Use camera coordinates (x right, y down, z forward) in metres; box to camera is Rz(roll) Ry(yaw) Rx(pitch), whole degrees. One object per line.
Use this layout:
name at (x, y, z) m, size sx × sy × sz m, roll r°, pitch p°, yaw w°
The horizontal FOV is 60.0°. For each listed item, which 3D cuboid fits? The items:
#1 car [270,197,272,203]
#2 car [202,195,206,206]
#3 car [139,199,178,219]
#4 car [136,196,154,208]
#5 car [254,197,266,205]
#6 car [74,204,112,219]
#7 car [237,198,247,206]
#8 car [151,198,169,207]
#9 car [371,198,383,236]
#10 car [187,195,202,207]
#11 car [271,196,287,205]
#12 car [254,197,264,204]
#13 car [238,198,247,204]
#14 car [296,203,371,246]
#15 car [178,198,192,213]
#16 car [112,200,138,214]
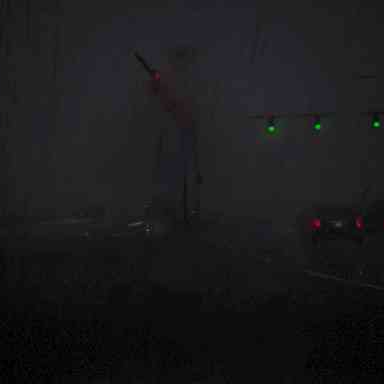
car at (18.006, 1.561, 71.907) m, size 2.097 × 1.767 × 4.553 m, roll -1°, pitch 0°, yaw 10°
car at (1.347, 1.612, 62.982) m, size 2.150 × 2.045 × 5.566 m, roll -1°, pitch 0°, yaw 8°
car at (-3.173, 1.749, 32.271) m, size 2.128 × 1.511 × 4.902 m, roll -1°, pitch 0°, yaw 8°
car at (-7.360, 1.667, 51.775) m, size 2.150 × 2.045 × 5.566 m, roll -1°, pitch 0°, yaw 8°
car at (12.964, 1.698, 62.866) m, size 1.882 × 1.535 × 5.008 m, roll -1°, pitch 0°, yaw 9°
car at (-10.088, 1.929, 33.325) m, size 1.994 × 1.385 × 4.181 m, roll -1°, pitch 0°, yaw 8°
car at (9.462, 1.874, 63.097) m, size 1.895 × 1.301 × 4.718 m, roll -1°, pitch 0°, yaw 9°
car at (-5.914, 1.981, 61.770) m, size 2.128 × 1.511 × 4.902 m, roll -1°, pitch 0°, yaw 8°
car at (9.711, 1.179, 15.118) m, size 2.150 × 2.045 × 5.566 m, roll -1°, pitch 0°, yaw 8°
car at (-0.211, 1.566, 52.323) m, size 2.150 × 2.045 × 5.566 m, roll -1°, pitch 0°, yaw 8°
car at (16.340, 1.765, 61.775) m, size 1.895 × 1.301 × 4.718 m, roll -1°, pitch 0°, yaw 9°
car at (14.612, 1.856, 72.799) m, size 1.895 × 1.301 × 4.718 m, roll -1°, pitch 0°, yaw 10°
car at (11.072, 1.908, 72.855) m, size 1.895 × 1.301 × 4.718 m, roll -1°, pitch 0°, yaw 10°
car at (6.243, 1.363, 15.576) m, size 2.097 × 1.767 × 4.553 m, roll -1°, pitch 0°, yaw 8°
car at (-1.752, 1.847, 41.915) m, size 2.033 × 1.411 × 5.357 m, roll -1°, pitch 0°, yaw 9°
car at (-8.812, 2.004, 41.985) m, size 1.895 × 1.301 × 4.718 m, roll -1°, pitch 0°, yaw 9°
